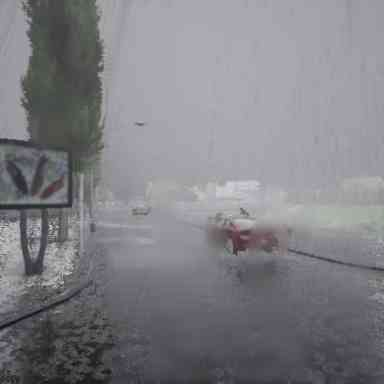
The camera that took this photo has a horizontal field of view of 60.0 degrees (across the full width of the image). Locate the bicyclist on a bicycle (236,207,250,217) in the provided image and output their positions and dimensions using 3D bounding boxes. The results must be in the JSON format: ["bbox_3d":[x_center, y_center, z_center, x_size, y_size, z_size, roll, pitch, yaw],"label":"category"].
[{"bbox_3d":[3.796,1.940,24.625,1.656,1.620,0.582,0,-1,-16],"label":"bicyclist on a bicycle"}]

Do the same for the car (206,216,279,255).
[{"bbox_3d":[2.096,1.848,15.236,1.882,1.535,5.008,0,-2,-15],"label":"car"}]

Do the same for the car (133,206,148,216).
[{"bbox_3d":[-7.917,2.886,50.903,1.994,1.385,4.181,0,-1,-15],"label":"car"}]
